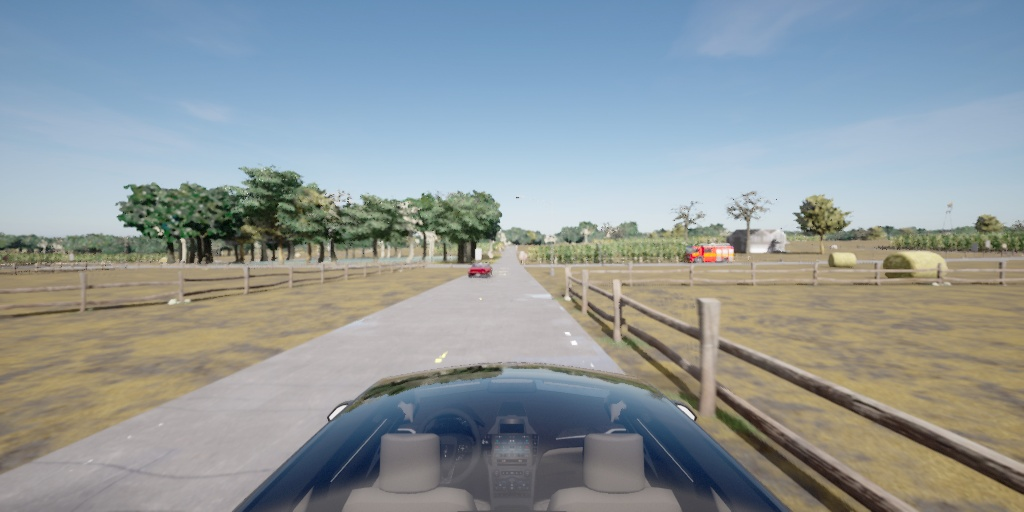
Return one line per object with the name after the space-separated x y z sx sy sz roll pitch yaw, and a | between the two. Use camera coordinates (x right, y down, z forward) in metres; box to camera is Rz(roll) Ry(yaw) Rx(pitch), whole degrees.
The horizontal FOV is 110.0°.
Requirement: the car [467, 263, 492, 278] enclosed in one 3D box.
-2.814 1.246 31.806 1.895 1.301 4.718 0 0 0 | car
